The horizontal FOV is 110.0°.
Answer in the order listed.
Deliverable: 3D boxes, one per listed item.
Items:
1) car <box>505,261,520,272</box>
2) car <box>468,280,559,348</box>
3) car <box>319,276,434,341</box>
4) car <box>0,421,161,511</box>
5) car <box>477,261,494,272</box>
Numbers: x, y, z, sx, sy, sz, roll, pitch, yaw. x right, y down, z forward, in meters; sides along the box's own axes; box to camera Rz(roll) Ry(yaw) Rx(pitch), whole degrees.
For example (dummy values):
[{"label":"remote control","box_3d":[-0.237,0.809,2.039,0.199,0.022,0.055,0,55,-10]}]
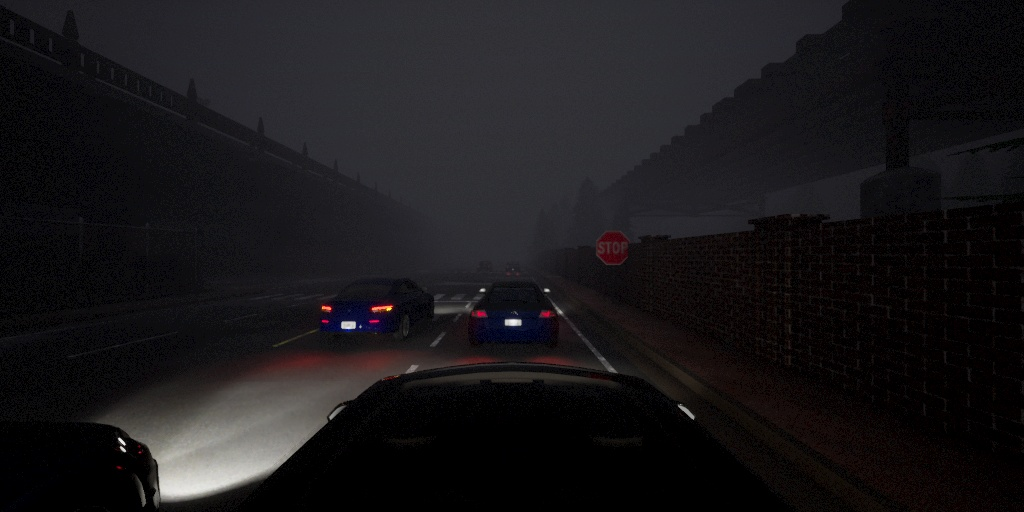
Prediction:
[{"label":"car","box_3d":[0.085,1.351,46.076,1.895,1.301,4.718,0,0,-1]},{"label":"car","box_3d":[0.067,1.314,9.258,1.994,1.385,4.181,0,0,1]},{"label":"car","box_3d":[-3.415,1.276,9.779,1.812,1.442,4.674,0,0,0]},{"label":"car","box_3d":[-3.398,1.314,0.683,1.994,1.385,4.181,0,0,0]},{"label":"car","box_3d":[-3.410,1.297,45.908,2.033,1.411,5.357,0,0,-1]}]
